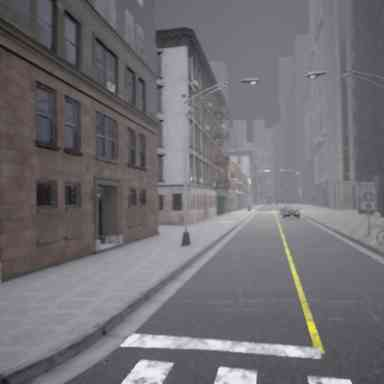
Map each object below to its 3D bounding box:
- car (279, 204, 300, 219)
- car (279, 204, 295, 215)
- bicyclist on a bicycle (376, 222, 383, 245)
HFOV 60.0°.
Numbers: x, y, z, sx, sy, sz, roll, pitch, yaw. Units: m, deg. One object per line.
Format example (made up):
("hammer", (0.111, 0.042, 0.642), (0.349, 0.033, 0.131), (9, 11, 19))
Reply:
("car", (11.745, 2.478, 39.560), (1.895, 1.301, 4.718), (-1, -2, 14))
("car", (14.148, 2.614, 49.835), (2.128, 1.511, 4.902), (-1, -2, 13))
("bicyclist on a bicycle", (8.924, 1.533, 14.512), (1.656, 1.620, 0.582), (-2, -2, 13))
